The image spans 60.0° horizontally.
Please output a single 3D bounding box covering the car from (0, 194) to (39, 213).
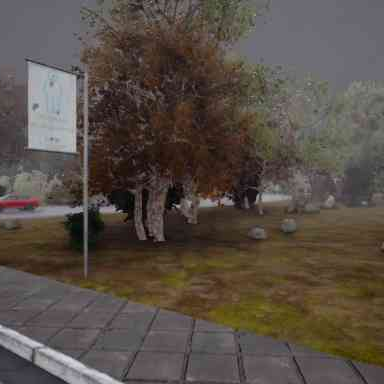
[{"bbox_3d":[-19.921,1.215,36.748,2.150,2.045,5.566,0,1,38],"label":"car"}]

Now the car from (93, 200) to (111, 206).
[{"bbox_3d":[-13.243,1.556,50.890,1.895,1.301,4.718,0,0,37],"label":"car"}]

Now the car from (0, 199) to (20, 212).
[{"bbox_3d":[-22.718,1.562,38.851,1.994,1.385,4.181,0,0,39],"label":"car"}]
